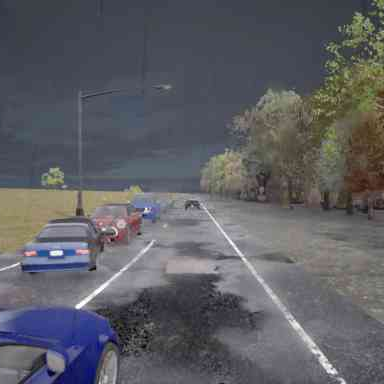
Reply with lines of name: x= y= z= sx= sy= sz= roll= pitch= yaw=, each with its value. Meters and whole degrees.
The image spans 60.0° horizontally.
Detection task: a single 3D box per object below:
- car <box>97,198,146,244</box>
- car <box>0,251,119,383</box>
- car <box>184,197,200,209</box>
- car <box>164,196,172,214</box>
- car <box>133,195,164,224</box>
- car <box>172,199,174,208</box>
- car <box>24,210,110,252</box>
car: x=-3.679 y=1.353 z=15.610 sx=2.097 sy=1.767 sz=4.553 roll=0 pitch=0 yaw=1
car: x=-1.906 y=1.526 z=1.929 sx=1.812 sy=1.442 sz=4.674 roll=0 pitch=0 yaw=6
car: x=0.045 y=1.499 z=44.302 sx=1.837 sy=1.490 sz=4.892 roll=0 pitch=0 yaw=0
car: x=-3.605 y=1.350 z=35.273 sx=2.097 sy=1.767 sz=4.553 roll=0 pitch=0 yaw=0
car: x=-3.612 y=1.222 z=25.268 sx=2.150 sy=2.045 sz=5.566 roll=0 pitch=0 yaw=-1
car: x=-3.607 y=1.346 z=45.280 sx=2.097 sy=1.767 sz=4.553 roll=0 pitch=0 yaw=0
car: x=-3.857 y=1.549 z=10.645 sx=2.033 sy=1.411 sz=5.357 roll=0 pitch=0 yaw=-12
